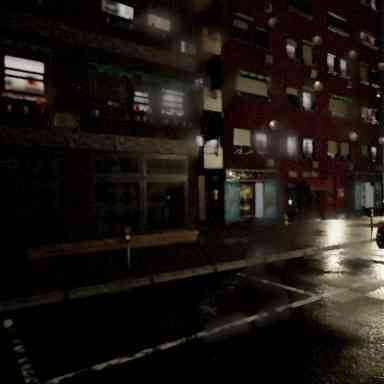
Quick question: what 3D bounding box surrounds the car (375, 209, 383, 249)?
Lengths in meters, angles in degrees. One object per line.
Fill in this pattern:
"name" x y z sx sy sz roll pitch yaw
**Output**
"car" 8.825 1.459 12.847 4.507 1.381 1.887 0 0 -35
